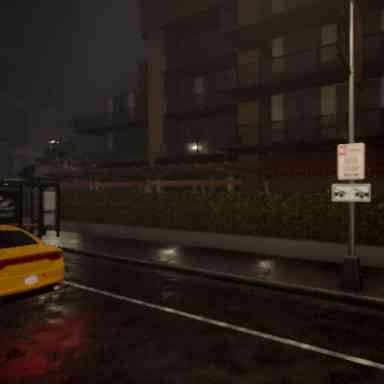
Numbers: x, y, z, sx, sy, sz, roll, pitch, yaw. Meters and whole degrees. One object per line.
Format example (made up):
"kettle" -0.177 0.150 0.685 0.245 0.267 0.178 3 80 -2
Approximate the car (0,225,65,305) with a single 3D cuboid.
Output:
"car" -4.962 1.480 7.539 5.008 1.535 1.882 0 0 35
